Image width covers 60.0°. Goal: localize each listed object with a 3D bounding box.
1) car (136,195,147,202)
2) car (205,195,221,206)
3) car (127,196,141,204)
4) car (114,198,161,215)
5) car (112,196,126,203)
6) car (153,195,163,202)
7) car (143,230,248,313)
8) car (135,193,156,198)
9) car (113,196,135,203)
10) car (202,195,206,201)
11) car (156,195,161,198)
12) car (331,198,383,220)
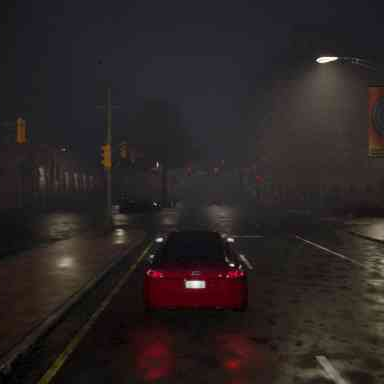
[{"bbox_3d":[-11.538,1.478,76.608,1.882,1.535,5.008,0,0,0],"label":"car"},{"bbox_3d":[3.566,1.526,54.744,1.812,1.442,4.674,0,0,0],"label":"car"},{"bbox_3d":[-11.559,1.564,66.189,1.994,1.385,4.181,0,0,0],"label":"car"},{"bbox_3d":[-5.278,1.564,33.544,4.181,1.385,1.994,0,0,-26],"label":"car"},{"bbox_3d":[-14.783,1.595,67.851,1.895,1.301,4.718,0,0,0],"label":"car"},{"bbox_3d":[-8.039,1.500,78.613,1.837,1.490,4.892,0,0,0],"label":"car"},{"bbox_3d":[0.071,1.564,7.746,1.994,1.385,4.181,0,0,0],"label":"car"},{"bbox_3d":[-8.109,1.221,58.610,2.150,2.045,5.566,0,0,0],"label":"car"},{"bbox_3d":[-11.610,1.564,56.895,1.994,1.385,4.181,0,0,0],"label":"car"},{"bbox_3d":[3.460,1.524,81.823,1.812,1.442,4.674,0,0,0],"label":"car"},{"bbox_3d":[-8.038,1.601,68.409,1.895,1.301,4.718,0,0,0],"label":"car"},{"bbox_3d":[14.122,1.477,27.490,5.008,1.535,1.882,0,0,0],"label":"car"}]
